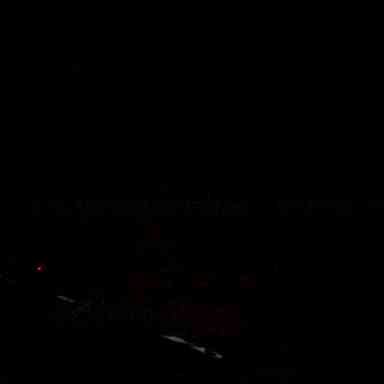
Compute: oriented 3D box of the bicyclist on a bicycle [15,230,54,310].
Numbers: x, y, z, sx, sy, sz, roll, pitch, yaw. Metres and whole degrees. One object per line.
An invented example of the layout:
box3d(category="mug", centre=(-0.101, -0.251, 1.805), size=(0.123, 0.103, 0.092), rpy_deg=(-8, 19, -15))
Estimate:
box3d(category="bicyclist on a bicycle", centre=(-3.497, 1.671, 7.321), size=(1.656, 1.620, 0.582), rpy_deg=(-1, -3, 41))
